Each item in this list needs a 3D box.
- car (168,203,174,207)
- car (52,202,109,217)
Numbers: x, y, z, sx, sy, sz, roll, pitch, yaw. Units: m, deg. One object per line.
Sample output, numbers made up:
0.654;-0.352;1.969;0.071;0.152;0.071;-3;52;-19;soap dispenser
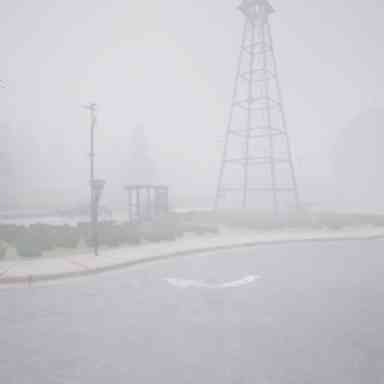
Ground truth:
-3.872;1.467;35.383;2.097;1.767;4.553;0;0;36;car
-10.635;1.680;32.216;2.033;1.411;5.357;0;0;36;car
